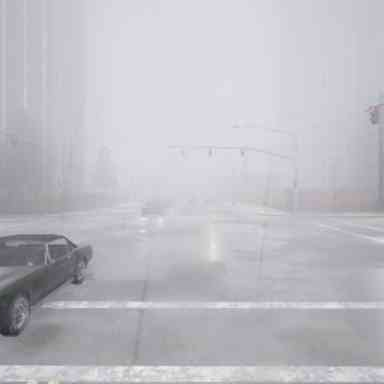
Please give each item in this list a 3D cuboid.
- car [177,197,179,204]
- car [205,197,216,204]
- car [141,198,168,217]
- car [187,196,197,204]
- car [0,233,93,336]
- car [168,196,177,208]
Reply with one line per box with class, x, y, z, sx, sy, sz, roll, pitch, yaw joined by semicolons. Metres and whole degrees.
car;-3.470;1.540;65.162;2.033;1.411;5.357;0;0;0
car;3.530;1.586;65.013;1.895;1.301;4.718;0;0;0
car;-3.585;1.499;31.236;1.837;1.490;4.892;0;0;0
car;0.030;1.550;64.985;1.994;1.385;4.181;0;0;0
car;-3.597;1.599;6.780;1.895;1.301;4.718;0;0;0
car;-3.572;1.553;47.928;1.994;1.385;4.181;0;0;0
